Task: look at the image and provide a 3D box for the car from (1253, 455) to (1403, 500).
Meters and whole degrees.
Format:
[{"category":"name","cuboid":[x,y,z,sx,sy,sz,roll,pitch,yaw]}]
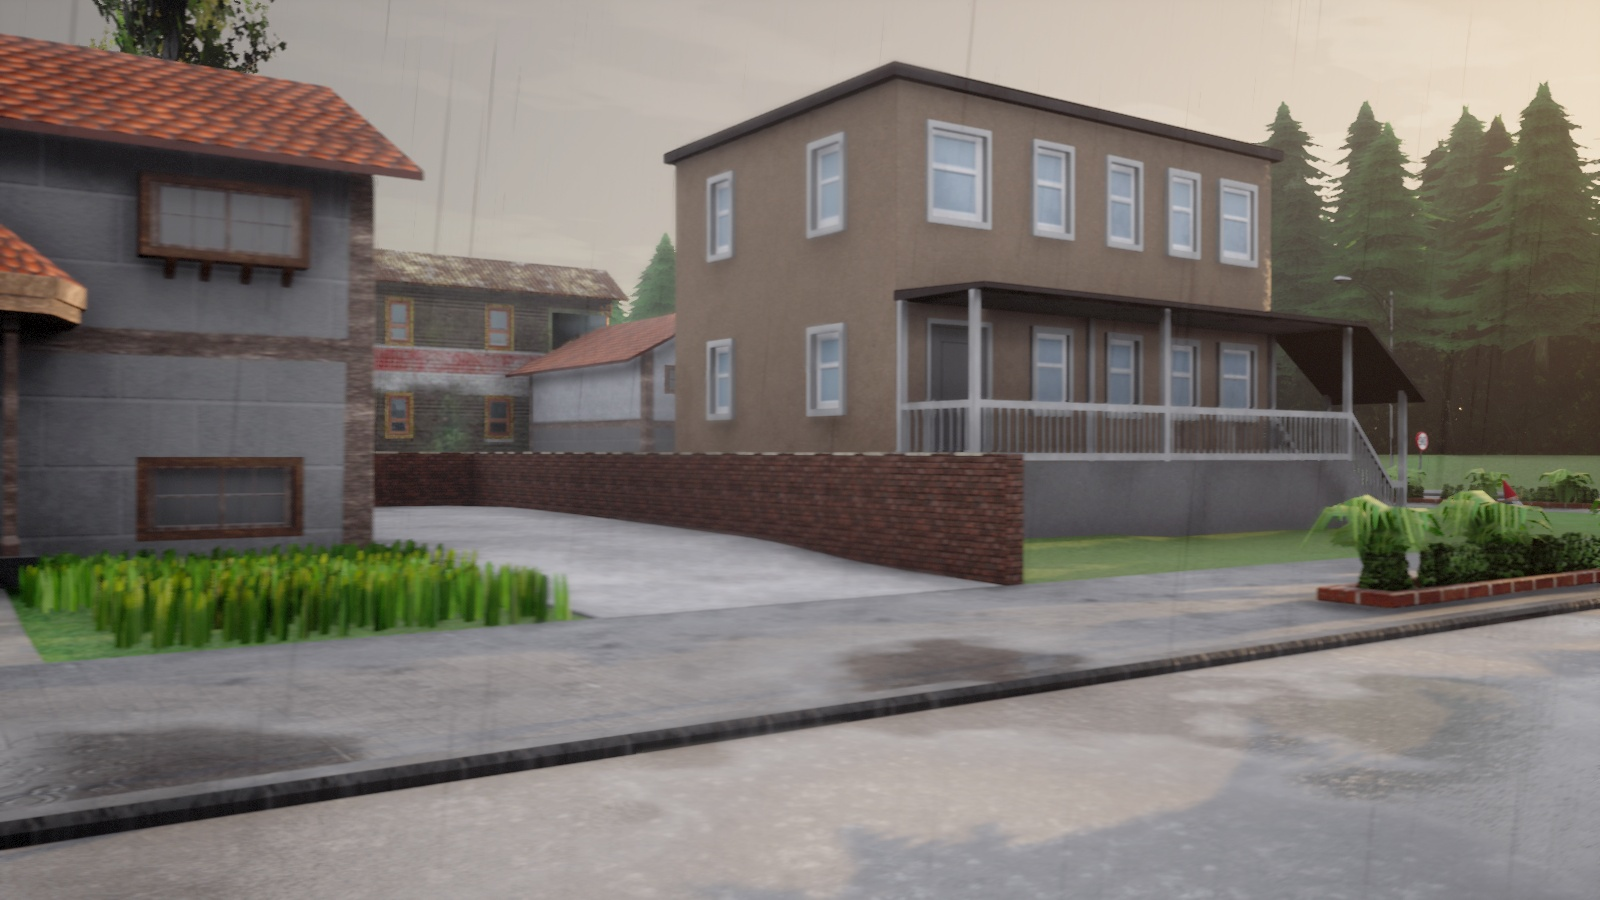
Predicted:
[{"category":"car","cuboid":[17.521,0.874,41.836,1.994,1.385,4.181,0,0,-35]}]
